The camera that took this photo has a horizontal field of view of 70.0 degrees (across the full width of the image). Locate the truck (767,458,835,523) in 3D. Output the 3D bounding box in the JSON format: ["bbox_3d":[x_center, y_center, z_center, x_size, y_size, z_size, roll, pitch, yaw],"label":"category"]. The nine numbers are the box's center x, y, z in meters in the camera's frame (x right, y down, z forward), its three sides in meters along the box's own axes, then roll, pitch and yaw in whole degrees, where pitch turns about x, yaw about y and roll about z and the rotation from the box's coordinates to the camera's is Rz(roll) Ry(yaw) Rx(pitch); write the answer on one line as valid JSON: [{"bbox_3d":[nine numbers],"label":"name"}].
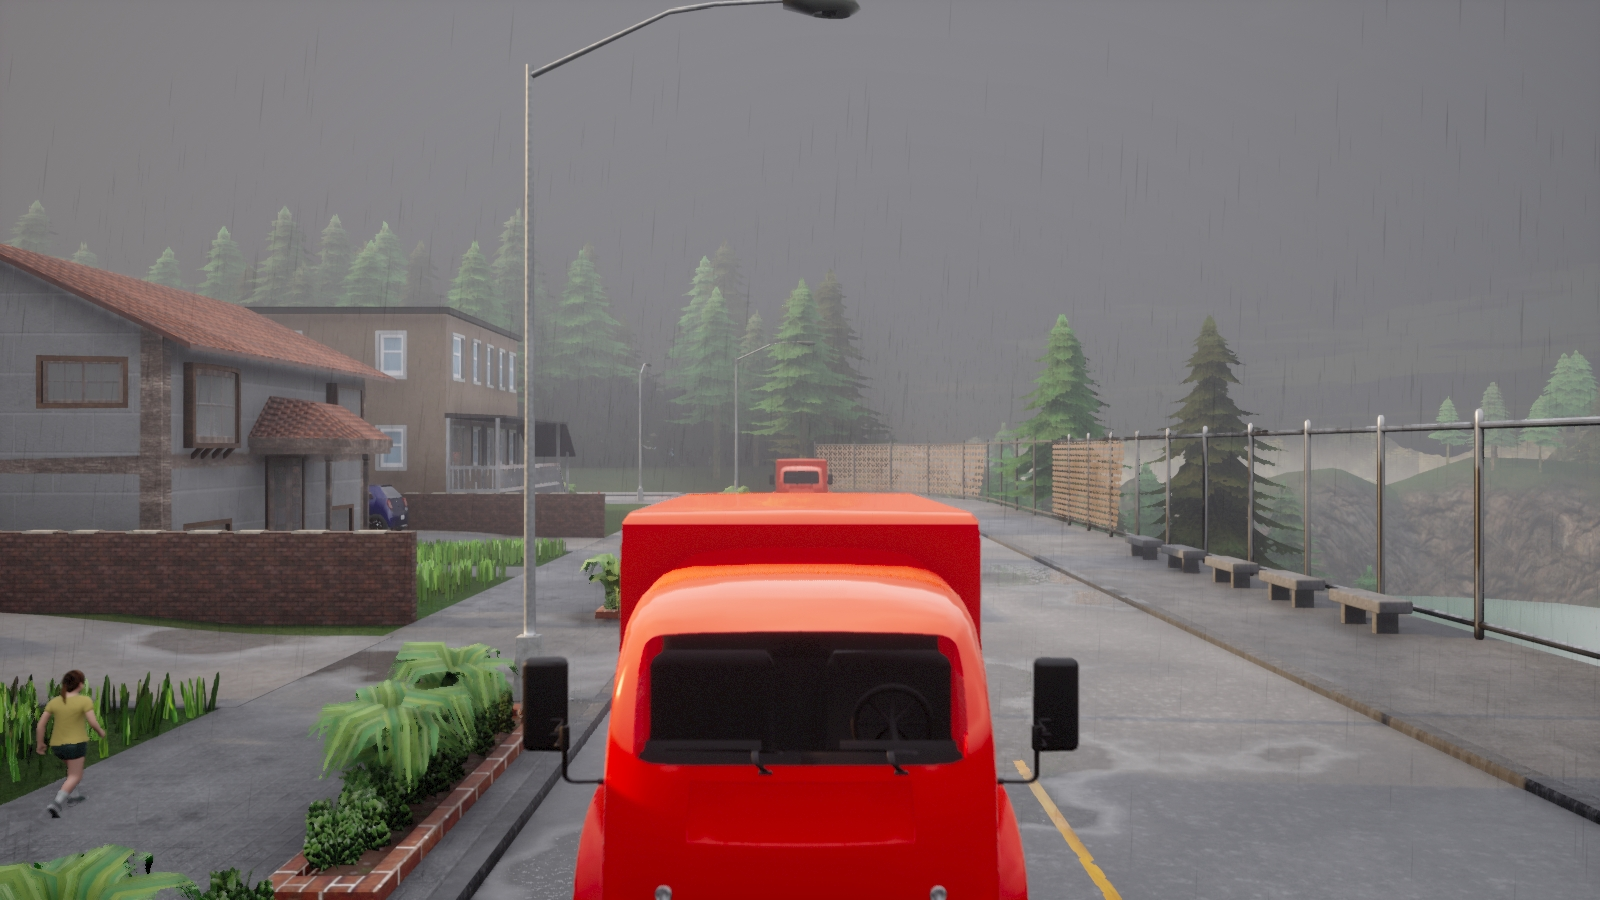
[{"bbox_3d":[0.078,1.598,46.959,2.627,2.467,5.204,0,0,1],"label":"truck"}]

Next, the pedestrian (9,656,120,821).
[{"bbox_3d":[-5.471,2.130,8.514,0.500,1.100,0.500,0,0,3],"label":"pedestrian"}]

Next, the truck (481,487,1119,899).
[{"bbox_3d":[0.000,1.570,7.311,2.627,2.467,5.204,0,0,0],"label":"truck"}]
